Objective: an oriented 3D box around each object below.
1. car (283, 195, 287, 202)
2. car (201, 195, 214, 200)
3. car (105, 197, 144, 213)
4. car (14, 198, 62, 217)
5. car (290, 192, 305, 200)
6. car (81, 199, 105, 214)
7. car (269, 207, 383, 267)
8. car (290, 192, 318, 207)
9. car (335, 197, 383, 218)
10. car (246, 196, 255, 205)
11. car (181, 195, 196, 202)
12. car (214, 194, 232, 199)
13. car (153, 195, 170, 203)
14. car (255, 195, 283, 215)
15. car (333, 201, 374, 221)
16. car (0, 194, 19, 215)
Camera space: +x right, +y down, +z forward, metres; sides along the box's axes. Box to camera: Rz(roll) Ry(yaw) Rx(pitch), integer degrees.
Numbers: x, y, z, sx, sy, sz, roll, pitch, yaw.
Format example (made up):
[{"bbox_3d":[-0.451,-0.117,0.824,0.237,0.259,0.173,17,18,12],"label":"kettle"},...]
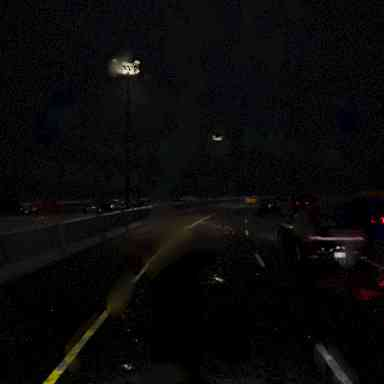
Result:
[{"bbox_3d":[20.164,1.385,75.212,1.837,1.490,4.892,0,0,30],"label":"car"},{"bbox_3d":[3.717,1.500,73.876,2.128,1.511,4.902,0,0,26],"label":"car"},{"bbox_3d":[-6.611,1.337,34.173,2.097,1.767,4.553,0,0,13],"label":"car"},{"bbox_3d":[-14.266,1.499,31.779,1.812,1.442,4.674,0,0,11],"label":"car"},{"bbox_3d":[27.507,1.104,86.836,2.150,2.045,5.566,0,0,35],"label":"car"},{"bbox_3d":[-9.894,1.486,35.512,1.837,1.490,4.892,0,-1,13],"label":"car"},{"bbox_3d":[4.227,1.497,11.472,2.128,1.511,4.902,0,0,5],"label":"car"},{"bbox_3d":[11.359,1.235,33.561,2.150,2.045,5.566,0,0,14],"label":"car"},{"bbox_3d":[8.057,1.232,14.927,2.150,2.045,5.566,0,0,6],"label":"car"},{"bbox_3d":[11.096,1.465,59.379,1.801,1.575,5.366,0,0,23],"label":"car"},{"bbox_3d":[-0.722,1.456,72.719,1.882,1.535,5.008,0,0,25],"label":"car"},{"bbox_3d":[7.200,1.317,73.007,2.097,1.767,4.553,0,0,26],"label":"car"},{"bbox_3d":[-6.360,1.454,68.796,1.882,1.535,5.008,0,0,23],"label":"car"},{"bbox_3d":[7.740,1.360,33.283,2.097,1.767,4.553,0,0,13],"label":"car"},{"bbox_3d":[13.849,1.565,28.880,2.033,1.411,5.357,0,0,12],"label":"car"},{"bbox_3d":[-18.119,1.187,30.364,2.150,2.045,5.566,0,0,11],"label":"car"}]
